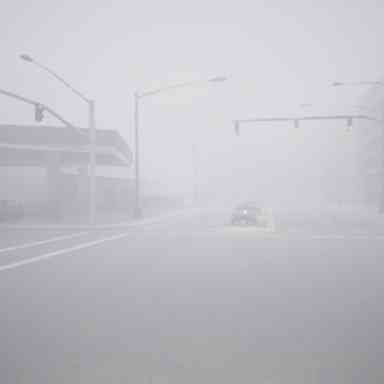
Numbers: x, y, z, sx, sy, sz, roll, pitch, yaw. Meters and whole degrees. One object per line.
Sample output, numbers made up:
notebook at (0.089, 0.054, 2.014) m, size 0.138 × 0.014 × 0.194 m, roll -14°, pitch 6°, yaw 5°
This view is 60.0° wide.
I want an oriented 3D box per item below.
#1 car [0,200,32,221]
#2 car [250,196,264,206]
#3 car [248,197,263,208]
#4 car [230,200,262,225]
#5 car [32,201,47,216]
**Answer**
car at (-16.163, 1.500, 27.325) m, size 4.611 × 1.667 × 2.242 m, roll -1°, pitch 0°, yaw 14°
car at (10.734, 1.514, 54.534) m, size 2.128 × 1.511 × 4.902 m, roll -1°, pitch 0°, yaw 13°
car at (6.038, 1.524, 34.023) m, size 1.837 × 1.490 × 4.892 m, roll -1°, pitch 0°, yaw 13°
car at (3.894, 1.565, 24.384) m, size 2.033 × 1.411 × 5.357 m, roll -1°, pitch 0°, yaw 12°
car at (-15.548, 1.667, 33.087) m, size 3.806 × 1.475 × 1.970 m, roll -1°, pitch 0°, yaw 14°
